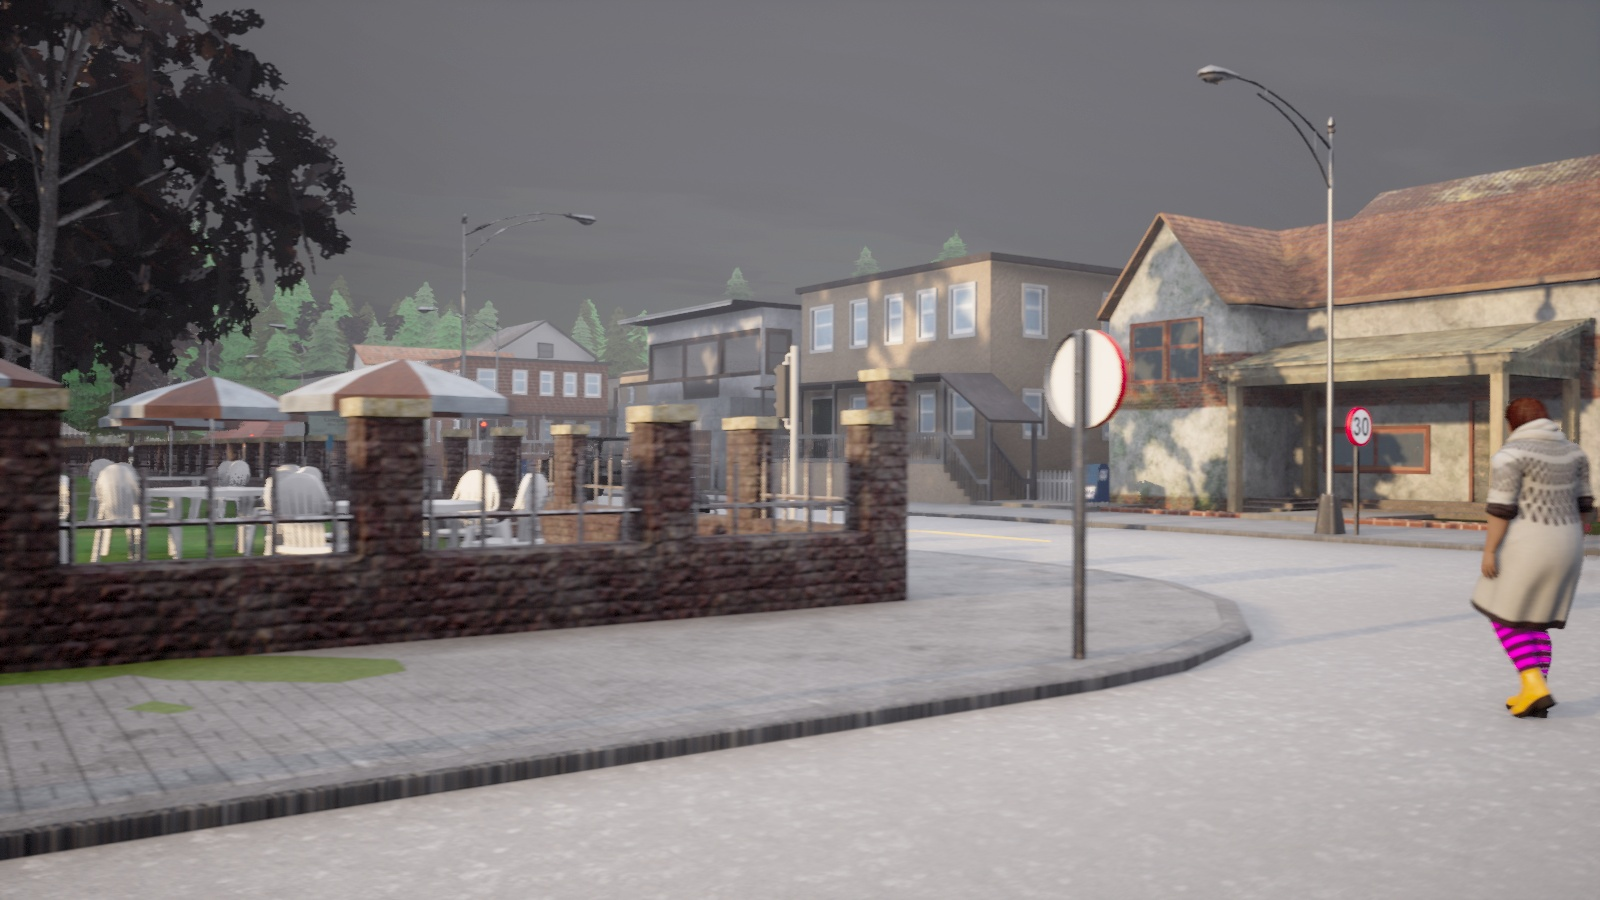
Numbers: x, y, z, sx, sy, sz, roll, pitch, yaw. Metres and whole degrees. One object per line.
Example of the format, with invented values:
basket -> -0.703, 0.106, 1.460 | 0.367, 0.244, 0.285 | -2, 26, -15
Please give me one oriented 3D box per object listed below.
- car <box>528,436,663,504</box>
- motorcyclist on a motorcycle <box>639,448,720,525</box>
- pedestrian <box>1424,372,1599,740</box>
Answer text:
car -> -6.768, 0.610, 40.959 | 2.150, 2.045, 5.566 | 0, 0, -35
motorcyclist on a motorcycle -> -2.730, 0.794, 28.155 | 0.766, 1.649, 2.350 | 0, 0, -35
pedestrian -> 4.158, 0.564, 7.160 | 0.659, 1.952, 0.873 | 0, 0, -15
